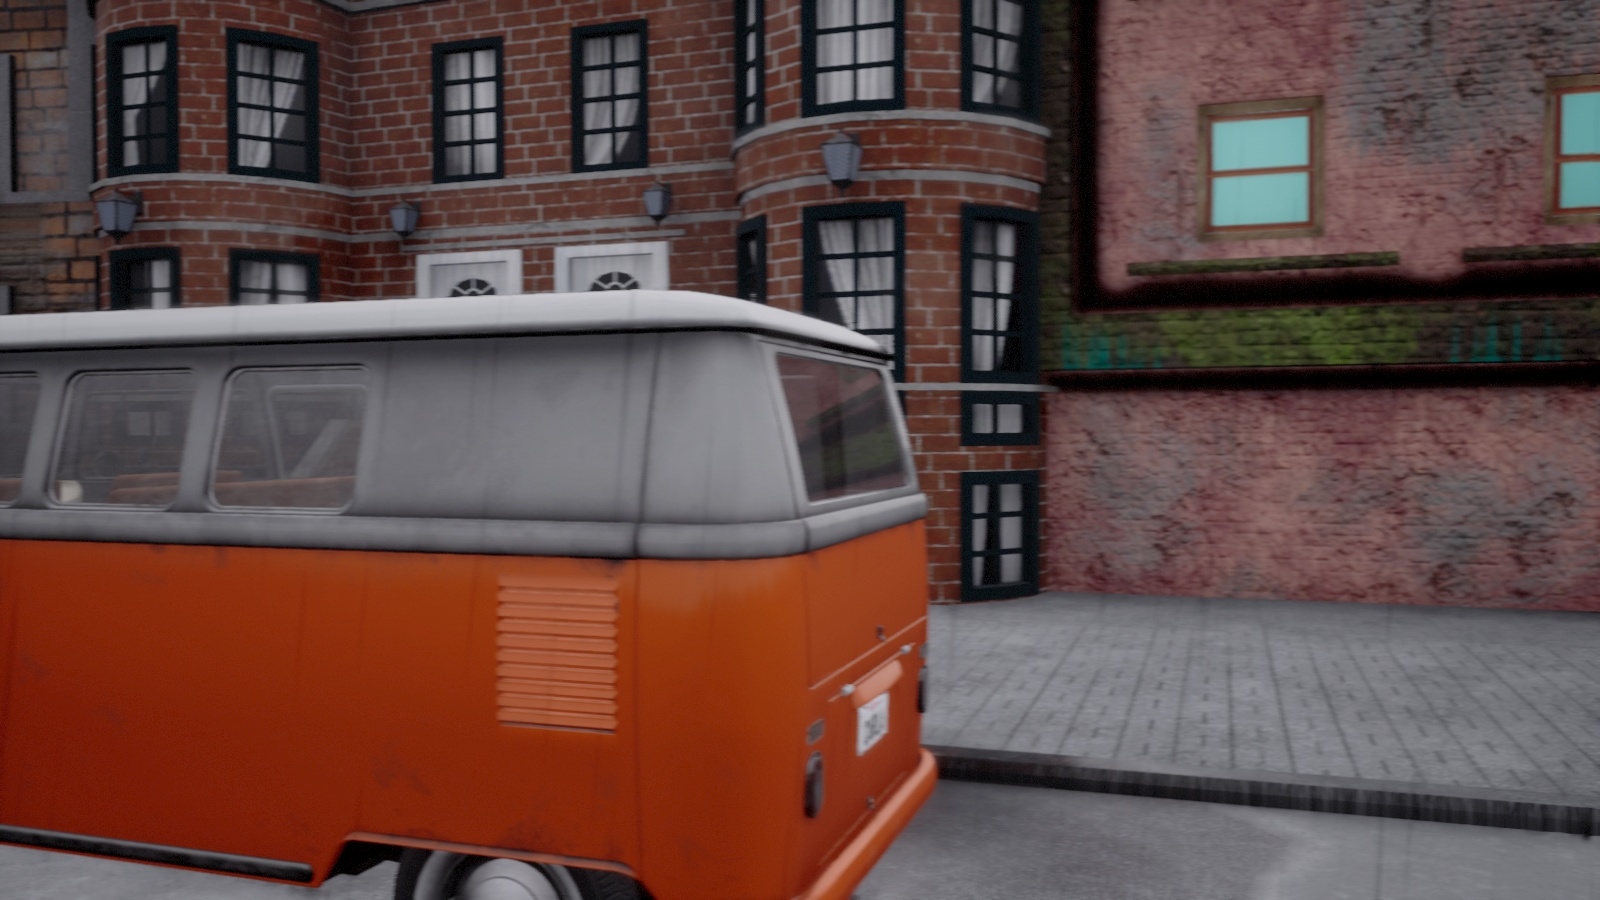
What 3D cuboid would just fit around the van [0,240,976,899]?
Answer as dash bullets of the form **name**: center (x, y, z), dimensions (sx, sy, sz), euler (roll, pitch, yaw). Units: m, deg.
- **van**: center (-1.772, 0.503, 4.311), dimensions (4.442, 1.987, 1.775), euler (1, 1, 19)
